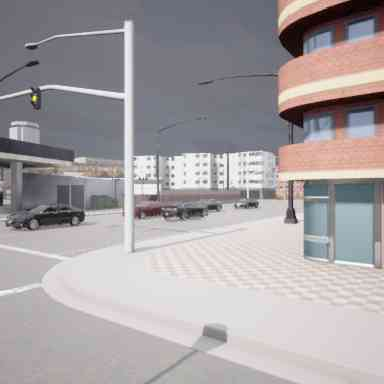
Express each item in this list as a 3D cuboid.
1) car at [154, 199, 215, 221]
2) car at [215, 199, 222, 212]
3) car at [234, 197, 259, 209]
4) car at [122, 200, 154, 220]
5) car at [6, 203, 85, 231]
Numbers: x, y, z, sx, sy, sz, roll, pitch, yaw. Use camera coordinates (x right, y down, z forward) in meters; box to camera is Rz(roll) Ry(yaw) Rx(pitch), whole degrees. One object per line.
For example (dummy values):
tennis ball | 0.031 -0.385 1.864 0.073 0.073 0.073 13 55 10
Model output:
car | -0.530 1.503 27.300 2.128 1.511 4.902 0 0 35
car | 1.568 1.506 36.849 2.128 1.511 4.902 0 0 35
car | 7.478 1.506 45.374 2.128 1.511 4.902 0 0 35
car | -3.851 1.492 29.001 1.882 1.535 5.008 0 0 34
car | -9.177 1.519 21.222 1.837 1.490 4.892 0 0 34
